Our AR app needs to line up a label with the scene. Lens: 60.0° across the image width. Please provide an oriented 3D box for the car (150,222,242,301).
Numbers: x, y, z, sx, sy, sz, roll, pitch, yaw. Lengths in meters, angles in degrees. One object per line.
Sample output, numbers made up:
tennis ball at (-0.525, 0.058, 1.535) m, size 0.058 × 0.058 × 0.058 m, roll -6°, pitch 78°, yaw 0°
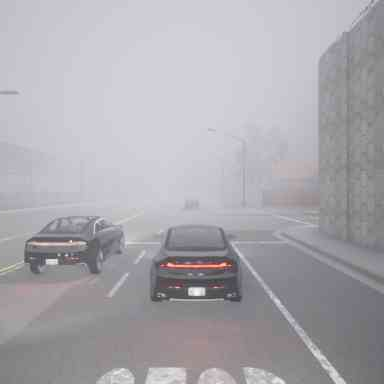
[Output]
car at (0.079, 1.505, 8.277) m, size 1.837 × 1.490 × 4.892 m, roll 0°, pitch 0°, yaw 0°

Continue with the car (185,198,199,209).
car at (-0.016, 1.491, 44.229) m, size 2.128 × 1.511 × 4.902 m, roll 0°, pitch 0°, yaw 0°

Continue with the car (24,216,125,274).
car at (-3.428, 1.492, 10.546) m, size 2.128 × 1.511 × 4.902 m, roll 0°, pitch 0°, yaw 0°
